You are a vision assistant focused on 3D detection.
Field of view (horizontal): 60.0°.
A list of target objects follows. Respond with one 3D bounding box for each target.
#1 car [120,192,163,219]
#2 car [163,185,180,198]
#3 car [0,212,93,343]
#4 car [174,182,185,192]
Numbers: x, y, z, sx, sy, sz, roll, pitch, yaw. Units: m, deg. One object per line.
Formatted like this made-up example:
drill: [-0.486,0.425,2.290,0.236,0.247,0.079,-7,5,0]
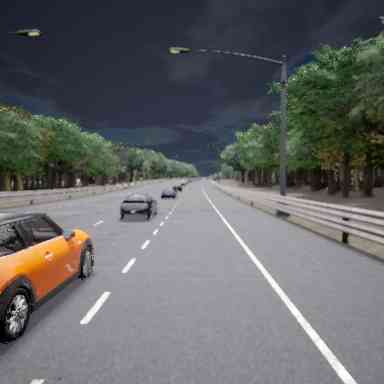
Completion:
car: [-3.329,0.842,21.453,2.128,1.511,4.902,0,2,0]
car: [-3.114,0.108,46.236,1.994,1.385,4.181,0,2,1]
car: [-3.461,1.157,6.282,2.097,1.767,4.553,0,2,0]
car: [-2.931,-0.898,67.351,1.882,1.535,5.008,0,2,0]
